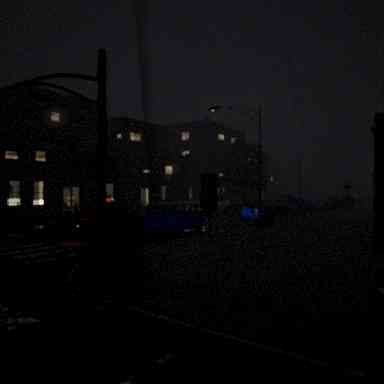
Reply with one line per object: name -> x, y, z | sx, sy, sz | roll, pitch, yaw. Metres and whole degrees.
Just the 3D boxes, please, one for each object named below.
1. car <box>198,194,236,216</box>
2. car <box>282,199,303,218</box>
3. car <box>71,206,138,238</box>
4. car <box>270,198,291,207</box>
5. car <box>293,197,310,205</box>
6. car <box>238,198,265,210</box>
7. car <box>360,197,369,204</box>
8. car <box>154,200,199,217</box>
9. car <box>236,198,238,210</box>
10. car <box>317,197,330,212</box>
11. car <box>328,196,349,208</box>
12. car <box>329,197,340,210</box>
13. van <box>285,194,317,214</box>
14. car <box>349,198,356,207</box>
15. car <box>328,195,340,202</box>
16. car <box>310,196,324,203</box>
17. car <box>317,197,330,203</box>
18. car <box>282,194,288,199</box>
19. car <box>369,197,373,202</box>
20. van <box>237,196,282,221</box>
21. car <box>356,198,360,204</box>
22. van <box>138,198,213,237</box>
car -> 1.637, 1.261, 31.655 | 2.150, 2.045, 5.566 | 1, 0, 35
car -> 8.742, 1.645, 31.698 | 1.887, 1.381, 4.507 | 0, 0, 35
car -> -4.095, 1.506, 18.072 | 1.882, 1.535, 5.008 | 0, 0, 35
car -> 14.610, 1.647, 54.599 | 1.887, 1.381, 4.507 | 0, 0, 35
car -> 20.965, 1.686, 63.631 | 1.887, 1.381, 4.507 | 0, 0, 35
car -> 8.255, 1.610, 45.569 | 1.887, 1.381, 4.507 | 0, 0, 35
car -> 34.163, 1.798, 67.825 | 1.887, 1.381, 4.507 | 0, 0, 35
car -> -1.376, 1.540, 31.881 | 1.752, 1.417, 4.829 | 0, 0, 35
car -> 5.078, 1.488, 41.053 | 1.967, 1.590, 4.097 | 0, 0, 35
car -> 15.196, 1.660, 40.870 | 1.752, 1.417, 4.829 | 0, 0, 35
car -> 21.454, 1.486, 49.763 | 2.192, 1.841, 5.009 | 0, 0, 35
car -> 18.275, 1.718, 45.246 | 1.947, 1.339, 4.313 | 0, 0, 35
van -> 11.921, 1.458, 36.215 | 1.690, 1.788, 3.998 | 0, 0, 35
car -> 24.632, 1.506, 54.279 | 2.192, 1.841, 5.009 | 0, 0, 35
car -> 36.853, 1.693, 86.209 | 1.967, 1.590, 4.097 | 0, 0, 35
car -> 27.222, 1.709, 72.523 | 1.752, 1.417, 4.829 | 0, 0, 35
car -> 30.497, 1.773, 77.178 | 1.947, 1.339, 4.313 | 0, 0, 35
car -> 14.402, 1.316, 49.623 | 2.150, 2.045, 5.566 | 1, 0, 35
car -> 43.697, 1.888, 81.373 | 1.947, 1.339, 4.313 | 0, 0, 35
van -> 5.566, 1.425, 27.183 | 1.690, 1.788, 3.998 | 0, 0, 35
car -> 27.906, 1.737, 58.933 | 1.752, 1.417, 4.829 | 0, 0, 35
van -> -0.790, 1.396, 18.151 | 1.690, 1.788, 3.998 | 0, 0, 35
